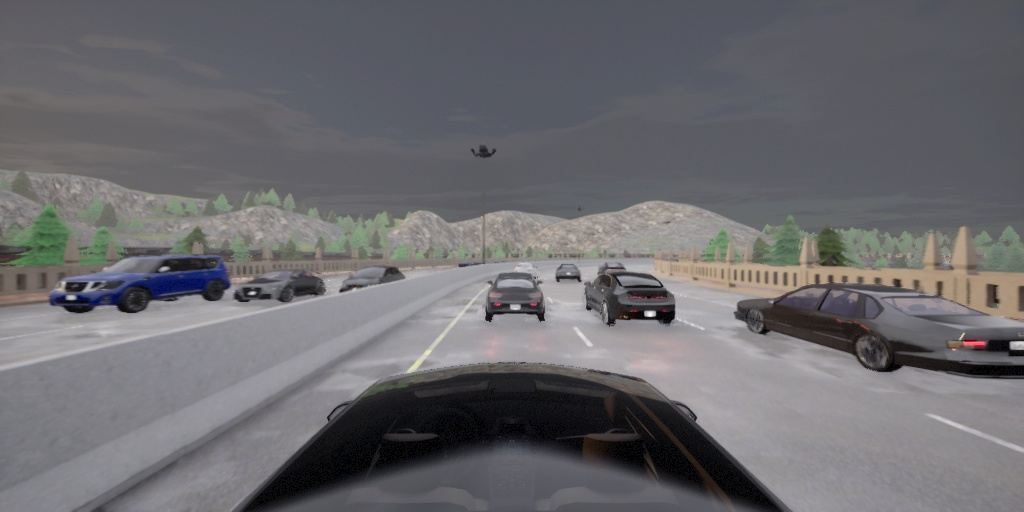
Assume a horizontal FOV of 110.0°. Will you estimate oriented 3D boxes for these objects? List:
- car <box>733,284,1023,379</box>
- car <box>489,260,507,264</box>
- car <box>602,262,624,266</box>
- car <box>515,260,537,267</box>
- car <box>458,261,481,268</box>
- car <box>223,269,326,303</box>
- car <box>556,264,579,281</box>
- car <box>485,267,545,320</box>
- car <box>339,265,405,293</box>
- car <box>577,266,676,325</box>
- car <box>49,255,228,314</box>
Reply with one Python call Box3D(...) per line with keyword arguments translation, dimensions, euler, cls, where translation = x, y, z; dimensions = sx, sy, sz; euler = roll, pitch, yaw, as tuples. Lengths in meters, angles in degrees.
Box3D(translation=(7.099, 1.299, 7.522), dimensions=(2.033, 1.411, 5.357), euler=(0, 0, 0), cls="car")
Box3D(translation=(-2.169, 1.325, 57.638), dimensions=(1.994, 1.385, 4.181), euler=(0, 0, 23), cls="car")
Box3D(translation=(8.049, 1.248, 28.817), dimensions=(2.128, 1.511, 4.902), euler=(0, 0, 7), cls="car")
Box3D(translation=(1.165, 1.282, 30.131), dimensions=(1.812, 1.442, 4.674), euler=(0, 0, 7), cls="car")
Box3D(translation=(-6.641, 1.362, 55.894), dimensions=(1.895, 1.301, 4.718), euler=(0, 0, 21), cls="car")
Box3D(translation=(-10.476, 1.317, 16.497), dimensions=(1.994, 1.385, 4.181), euler=(0, 0, 1), cls="car")
Box3D(translation=(4.636, 1.320, 29.603), dimensions=(1.994, 1.385, 4.181), euler=(0, 0, 8), cls="car")
Box3D(translation=(0.104, 1.278, 12.451), dimensions=(1.812, 1.442, 4.674), euler=(0, 0, 0), cls="car")
Box3D(translation=(-6.948, 1.259, 18.374), dimensions=(1.837, 1.490, 4.892), euler=(0, 0, 2), cls="car")
Box3D(translation=(3.602, 1.257, 11.764), dimensions=(1.837, 1.490, 4.892), euler=(0, 0, 0), cls="car")
Box3D(translation=(-14.048, 0.974, 14.216), dimensions=(2.150, 2.045, 5.566), euler=(0, 0, 1), cls="car")
